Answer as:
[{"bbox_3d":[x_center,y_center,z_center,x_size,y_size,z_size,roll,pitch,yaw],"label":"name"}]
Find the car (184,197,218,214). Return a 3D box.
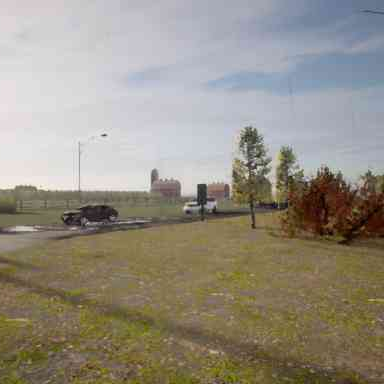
[{"bbox_3d":[1.180,1.592,40.512,2.150,2.045,5.566,-1,-2,32],"label":"car"}]

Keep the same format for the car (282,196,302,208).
[{"bbox_3d":[18.597,1.783,61.722,2.150,2.045,5.566,-1,-1,31],"label":"car"}]

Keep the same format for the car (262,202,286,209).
[{"bbox_3d":[13.378,1.966,53.190,1.837,1.490,4.892,-1,-1,32],"label":"car"}]

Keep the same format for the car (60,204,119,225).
[{"bbox_3d":[-7.889,1.713,25.993,1.837,1.490,4.892,-2,-1,31],"label":"car"}]

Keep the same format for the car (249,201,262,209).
[{"bbox_3d":[11.375,2.055,56.793,2.128,1.511,4.902,-1,-1,32],"label":"car"}]
